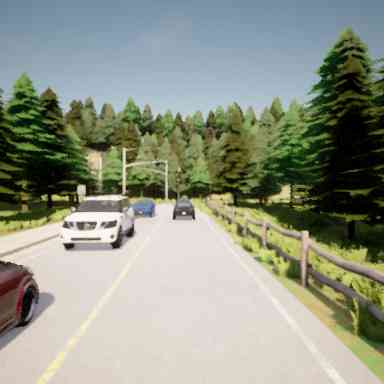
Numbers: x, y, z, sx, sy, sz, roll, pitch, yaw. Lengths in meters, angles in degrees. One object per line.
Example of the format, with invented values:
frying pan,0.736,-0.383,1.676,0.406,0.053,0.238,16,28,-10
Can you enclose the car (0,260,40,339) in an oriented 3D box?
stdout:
car,-3.670,1.554,4.196,1.994,1.385,4.181,0,0,-1

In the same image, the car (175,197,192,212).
car,-1.019,1.420,38.789,1.837,1.490,4.892,0,0,-3

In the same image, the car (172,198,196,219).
car,-0.660,1.467,27.949,1.812,1.442,4.674,0,0,-1

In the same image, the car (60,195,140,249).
car,-3.897,1.193,14.756,2.150,2.045,5.566,0,0,-1

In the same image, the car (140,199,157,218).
car,-4.239,1.415,29.623,1.882,1.535,5.008,0,0,-1
